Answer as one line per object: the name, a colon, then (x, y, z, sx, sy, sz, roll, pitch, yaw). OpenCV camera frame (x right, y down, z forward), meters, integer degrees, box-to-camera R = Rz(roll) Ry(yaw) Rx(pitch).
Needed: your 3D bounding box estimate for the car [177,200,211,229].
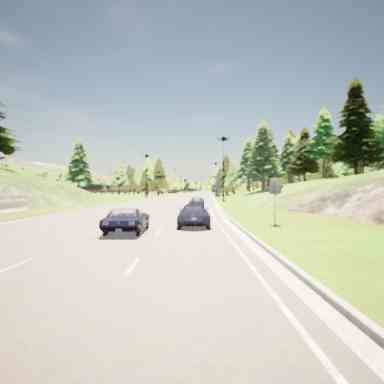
car: (0.120, 1.429, 20.417, 1.994, 1.385, 4.181, 0, 0, 0)

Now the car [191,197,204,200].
car: (0.608, 1.295, 38.364, 2.033, 1.411, 5.357, 0, 0, 3)

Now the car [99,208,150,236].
car: (-3.397, 1.484, 17.658, 1.895, 1.301, 4.718, 0, 0, 0)
